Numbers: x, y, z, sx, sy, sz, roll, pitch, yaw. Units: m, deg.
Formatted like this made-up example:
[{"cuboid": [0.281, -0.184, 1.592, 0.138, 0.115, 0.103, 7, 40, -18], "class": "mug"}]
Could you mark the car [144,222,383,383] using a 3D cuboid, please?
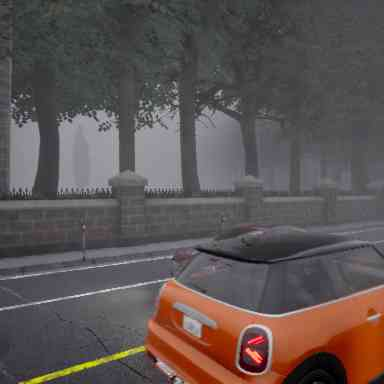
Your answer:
[{"cuboid": [1.729, 1.352, 4.543, 4.553, 1.767, 2.097, 0, 0, -36], "class": "car"}]

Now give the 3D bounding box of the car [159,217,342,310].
[{"cuboid": [1.645, 1.524, 8.414, 4.674, 1.442, 1.812, 0, 0, -35], "class": "car"}]
